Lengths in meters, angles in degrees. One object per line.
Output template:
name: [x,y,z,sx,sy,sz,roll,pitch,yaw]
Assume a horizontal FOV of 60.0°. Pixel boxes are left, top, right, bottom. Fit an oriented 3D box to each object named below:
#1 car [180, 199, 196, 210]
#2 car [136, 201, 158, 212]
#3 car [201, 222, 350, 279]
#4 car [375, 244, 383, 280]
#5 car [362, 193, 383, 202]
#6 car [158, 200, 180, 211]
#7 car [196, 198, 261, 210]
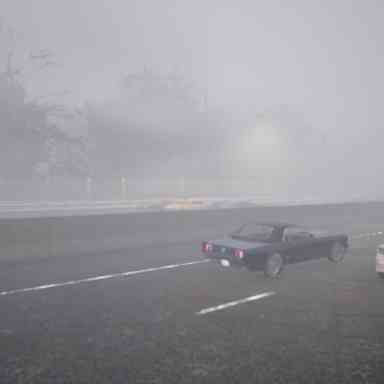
car: [1.720,1.405,26.705,4.674,1.442,1.812,0,0,-35]
car: [-2.904,1.485,32.006,4.718,1.301,1.895,-1,0,-35]
car: [2.680,1.544,9.953,4.718,1.301,1.895,-1,0,-35]
car: [6.350,1.454,8.268,4.674,1.442,1.812,-1,0,-35]
car: [30.527,0.955,55.739,4.553,1.767,2.097,0,0,-35]
car: [-0.117,1.355,29.694,5.008,1.535,1.882,0,0,-35]
car: [3.029,1.363,23.340,5.008,1.535,1.882,-1,0,-35]
